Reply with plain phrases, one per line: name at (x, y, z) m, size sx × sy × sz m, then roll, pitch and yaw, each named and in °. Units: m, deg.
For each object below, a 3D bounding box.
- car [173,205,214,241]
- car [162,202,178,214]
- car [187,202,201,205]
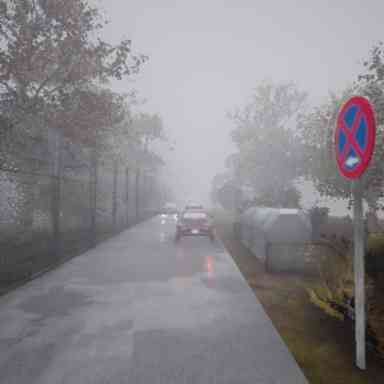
car at (0.152, 1.631, 17.373) m, size 1.812 × 1.442 × 4.674 m, roll 0°, pitch -1°, yaw 0°
car at (-2.677, 2.035, 41.776) m, size 1.812 × 1.442 × 4.674 m, roll 0°, pitch -1°, yaw 1°
car at (0.219, 1.856, 35.585) m, size 1.882 × 1.535 × 5.008 m, roll 0°, pitch -1°, yaw 0°
